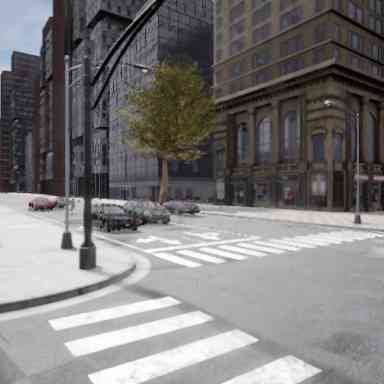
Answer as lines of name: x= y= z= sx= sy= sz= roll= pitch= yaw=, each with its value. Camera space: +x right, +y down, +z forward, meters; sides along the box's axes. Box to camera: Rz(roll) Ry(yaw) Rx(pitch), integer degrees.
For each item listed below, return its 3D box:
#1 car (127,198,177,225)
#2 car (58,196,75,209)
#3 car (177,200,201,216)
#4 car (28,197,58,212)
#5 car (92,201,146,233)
car: x=-3.371 y=1.353 z=23.547 sx=2.097 sy=1.767 sz=4.553 roll=0 pitch=0 yaw=-35
car: x=-15.988 y=1.333 z=41.303 sx=1.837 sy=1.490 sz=4.892 roll=0 pitch=0 yaw=-35
car: x=-1.357 y=1.491 z=32.096 sx=2.033 sy=1.411 sz=5.357 roll=0 pitch=1 yaw=-35
car: x=-16.680 y=1.336 z=36.652 sx=1.882 sy=1.535 sz=5.008 roll=0 pitch=0 yaw=-35
car: x=-4.941 y=1.498 z=20.149 sx=1.882 sy=1.535 sz=5.008 roll=0 pitch=1 yaw=-35
